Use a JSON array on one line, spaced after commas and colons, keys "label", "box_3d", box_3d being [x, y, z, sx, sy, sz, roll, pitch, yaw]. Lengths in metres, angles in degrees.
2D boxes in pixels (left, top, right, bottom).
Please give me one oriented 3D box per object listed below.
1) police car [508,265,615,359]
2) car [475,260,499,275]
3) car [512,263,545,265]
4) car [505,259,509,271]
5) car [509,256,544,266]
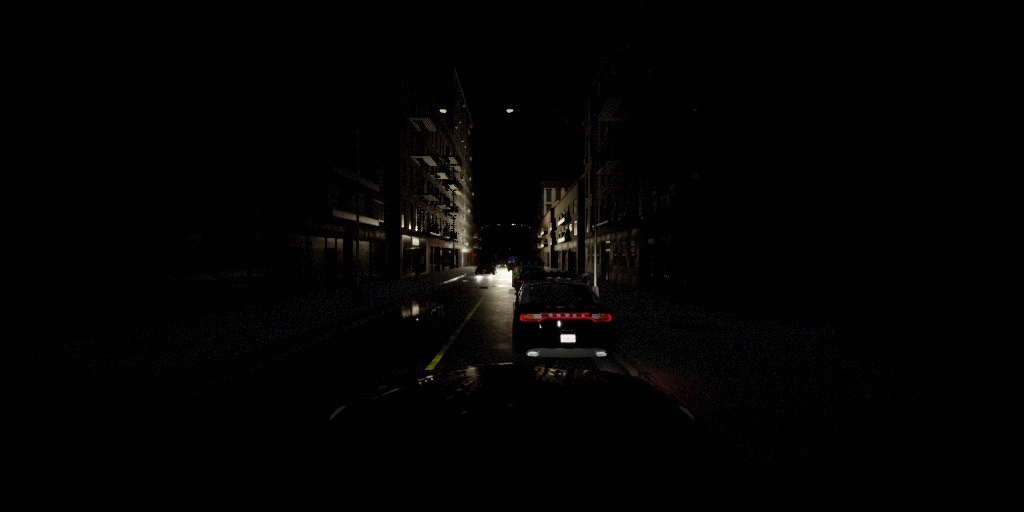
[{"label": "police car", "box_3d": [0.957, 1.176, 8.584, 1.930, 1.638, 5.238, 0, 0, 0]}, {"label": "car", "box_3d": [-2.827, 1.371, 38.858, 1.994, 1.385, 4.181, 0, 0, 0]}, {"label": "car", "box_3d": [1.028, 1.285, 18.475, 1.812, 1.442, 4.674, 0, 0, 0]}, {"label": "car", "box_3d": [0.360, 1.437, 47.071, 1.895, 1.301, 4.718, 0, 0, 1]}, {"label": "car", "box_3d": [1.072, 0.994, 24.506, 2.150, 2.045, 5.566, 0, 0, 0]}]
